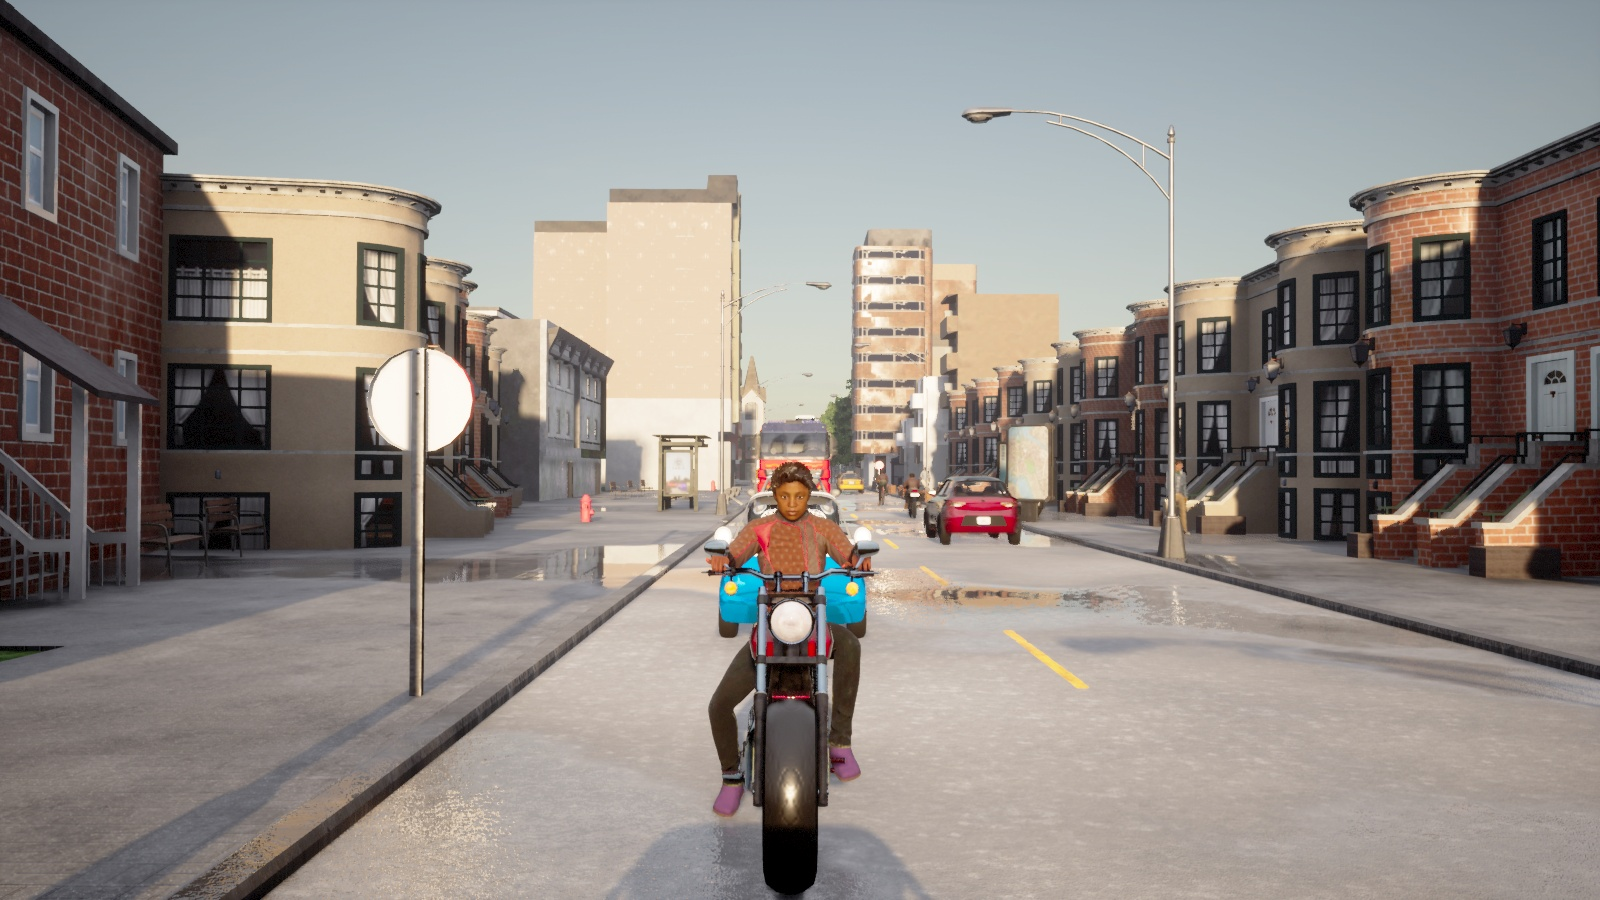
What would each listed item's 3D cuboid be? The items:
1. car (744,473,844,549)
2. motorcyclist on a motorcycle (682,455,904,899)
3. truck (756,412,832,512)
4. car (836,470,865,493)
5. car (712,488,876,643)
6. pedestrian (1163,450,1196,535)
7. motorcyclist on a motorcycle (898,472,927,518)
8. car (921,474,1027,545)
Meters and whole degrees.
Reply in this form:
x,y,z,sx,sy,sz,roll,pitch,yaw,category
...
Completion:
x,y,z,sx,sy,sz,roll,pitch,yaw,category
-0.126,1.224,26.485,1.970,1.475,3.806,0,-1,0,car
-0.031,0.858,5.541,0.766,1.649,2.350,0,-1,0,motorcyclist on a motorcycle
-0.246,0.524,52.126,2.891,3.827,8.468,0,-1,0,truck
3.561,2.229,88.924,1.801,1.575,5.366,0,-1,0,car
-0.062,1.078,12.451,1.481,1.376,2.207,0,-1,0,car
8.791,0.977,29.101,0.423,1.949,0.788,0,-1,-9,pedestrian
3.802,1.494,42.562,0.797,1.523,2.044,0,-1,0,motorcyclist on a motorcycle
3.865,1.291,28.550,1.816,1.474,4.193,0,-1,0,car
